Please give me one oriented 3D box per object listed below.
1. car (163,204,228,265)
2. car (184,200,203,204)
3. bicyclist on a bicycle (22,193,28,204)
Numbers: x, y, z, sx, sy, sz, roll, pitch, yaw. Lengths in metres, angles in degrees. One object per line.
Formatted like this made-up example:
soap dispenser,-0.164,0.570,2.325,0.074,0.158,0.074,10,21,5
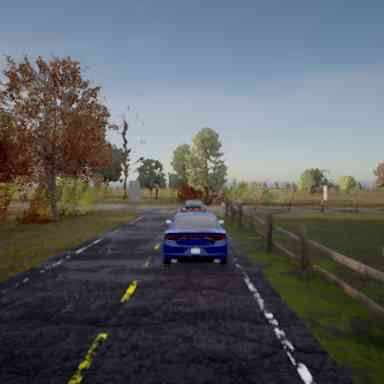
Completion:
car,0.101,1.402,11.383,1.882,1.535,5.008,0,1,0
car,0.099,1.340,24.715,1.837,1.490,4.892,0,0,0
bicyclist on a bicycle,-22.671,0.811,45.110,0.582,1.620,1.656,1,1,0
